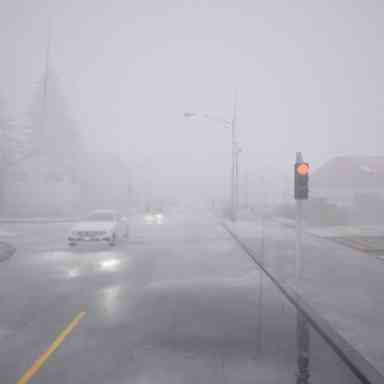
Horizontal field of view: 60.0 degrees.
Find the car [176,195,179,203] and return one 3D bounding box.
[{"bbox_3d":[-3.804,1.335,68.114,2.097,1.767,4.553,0,0,0],"label":"car"}]

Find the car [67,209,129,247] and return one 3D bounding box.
[{"bbox_3d":[-4.046,1.525,15.119,1.812,1.442,4.674,0,0,0],"label":"car"}]

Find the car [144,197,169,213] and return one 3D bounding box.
[{"bbox_3d":[-3.992,1.490,36.273,2.128,1.511,4.902,0,0,0],"label":"car"}]

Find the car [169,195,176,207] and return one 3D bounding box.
[{"bbox_3d":[-3.935,1.503,52.326,1.837,1.490,4.892,0,0,0],"label":"car"}]
